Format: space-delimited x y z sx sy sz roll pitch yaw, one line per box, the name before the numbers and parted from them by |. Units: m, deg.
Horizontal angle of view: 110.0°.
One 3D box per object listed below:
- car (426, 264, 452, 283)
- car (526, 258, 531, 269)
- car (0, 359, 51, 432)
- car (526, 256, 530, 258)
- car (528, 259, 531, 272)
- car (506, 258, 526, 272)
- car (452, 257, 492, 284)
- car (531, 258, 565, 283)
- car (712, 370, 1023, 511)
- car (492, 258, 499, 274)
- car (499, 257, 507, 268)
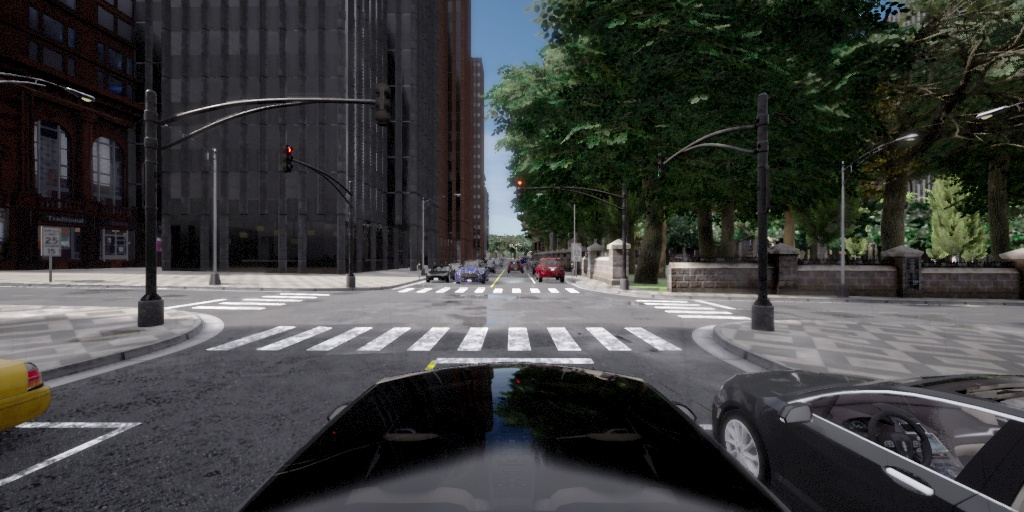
car | -5.553 1.326 28.466 1.948 1.339 4.313 0 0 0
car | 3.101 1.329 44.776 2.007 1.370 4.403 0 0 0
car | -5.766 1.275 1.632 1.751 1.417 4.829 0 0 0
car | 3.188 1.231 55.689 1.967 1.591 4.097 0 0 0
car | 3.058 1.338 39.320 1.948 1.339 4.313 0 0 0
car | 0.443 1.305 45.287 1.812 1.442 4.674 0 0 0
car | -2.903 1.112 26.869 2.097 1.767 4.553 0 0 0
car | 2.972 1.075 28.408 2.192 1.841 5.009 0 0 0
car | 2.760 1.300 1.744 2.007 1.370 4.403 0 0 0
car | -2.787 1.279 41.363 1.837 1.490 4.892 0 0 0
car | -2.521 1.293 62.825 2.128 1.511 4.902 0 0 1
